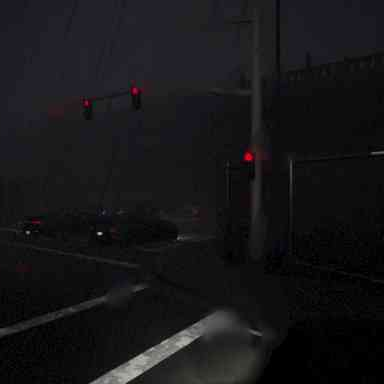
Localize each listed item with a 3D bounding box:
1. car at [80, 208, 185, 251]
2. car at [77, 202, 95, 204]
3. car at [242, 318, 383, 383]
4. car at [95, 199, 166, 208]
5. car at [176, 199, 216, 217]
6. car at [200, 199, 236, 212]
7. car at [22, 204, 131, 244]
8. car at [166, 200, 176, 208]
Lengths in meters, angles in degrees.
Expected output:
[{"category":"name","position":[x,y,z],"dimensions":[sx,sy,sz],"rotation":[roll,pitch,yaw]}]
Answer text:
[{"category":"car","position":[-2.469,1.617,14.746],"dimensions":[1.994,1.385,4.181],"rotation":[0,0,35]},{"category":"car","position":[-8.188,1.533,25.166],"dimensions":[1.882,1.535,5.008],"rotation":[0,0,35]},{"category":"car","position":[2.931,1.547,1.876],"dimensions":[5.357,1.411,2.033],"rotation":[0,0,36]},{"category":"car","position":[-4.402,1.407,24.447],"dimensions":[2.097,1.767,4.553],"rotation":[0,0,35]},{"category":"car","position":[0.945,1.533,31.964],"dimensions":[1.882,1.535,5.008],"rotation":[0,0,35]},{"category":"car","position":[3.311,1.603,41.329],"dimensions":[2.033,1.411,5.357],"rotation":[0,0,35]},{"category":"car","position":[-5.649,1.539,16.313],"dimensions":[2.128,1.511,4.902],"rotation":[0,0,35]},{"category":"car","position":[-2.680,1.533,32.909],"dimensions":[1.882,1.535,5.008],"rotation":[0,0,35]}]
